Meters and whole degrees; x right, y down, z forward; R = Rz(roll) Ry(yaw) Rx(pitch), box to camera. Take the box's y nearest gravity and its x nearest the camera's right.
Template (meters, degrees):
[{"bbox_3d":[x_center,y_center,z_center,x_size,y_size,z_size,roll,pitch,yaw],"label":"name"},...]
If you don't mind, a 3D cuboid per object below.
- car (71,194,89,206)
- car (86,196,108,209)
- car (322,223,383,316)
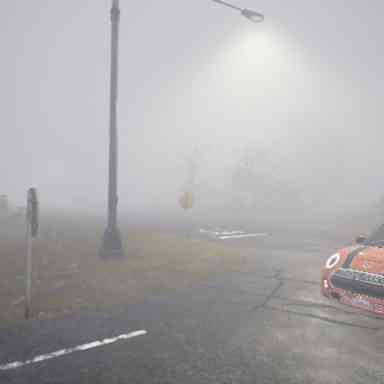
[{"bbox_3d":[-19.618,1.412,58.487,2.150,2.045,5.566,1,-1,-34],"label":"car"},{"bbox_3d":[-14.075,1.753,50.146,1.994,1.385,4.181,1,-1,-33],"label":"car"},{"bbox_3d":[4.895,1.430,7.284,4.553,1.767,2.097,1,0,-35],"label":"car"}]
